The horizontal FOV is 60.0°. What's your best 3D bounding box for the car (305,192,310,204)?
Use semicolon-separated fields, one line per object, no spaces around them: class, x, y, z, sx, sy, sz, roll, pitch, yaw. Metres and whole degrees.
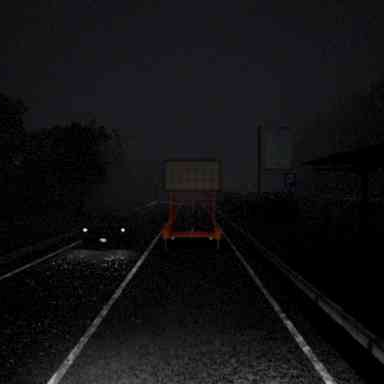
car;18.757;1.105;47.041;4.792;1.488;2.163;0;1;0

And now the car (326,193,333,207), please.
car;18.792;1.167;38.714;4.892;1.521;2.231;0;1;0

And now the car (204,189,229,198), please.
car;5.636;0.322;77.184;5.566;2.045;2.435;0;1;0

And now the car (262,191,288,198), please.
car;18.562;0.613;74.801;5.366;1.575;1.946;0;1;0

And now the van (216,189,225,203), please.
van;5.599;0.918;40.742;4.442;1.987;1.878;0;1;0

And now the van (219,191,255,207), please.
van;5.828;0.887;43.544;4.442;1.987;1.878;0;1;0

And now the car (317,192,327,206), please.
car;18.789;1.137;41.492;5.008;1.535;2.097;0;1;0

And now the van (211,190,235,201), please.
van;5.801;0.589;63.170;4.442;1.987;1.878;0;1;0

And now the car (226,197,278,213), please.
car;5.730;1.264;32.331;4.674;1.452;2.002;0;1;0

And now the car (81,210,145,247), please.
car;-3.350;1.504;14.806;1.895;1.301;4.718;0;1;0

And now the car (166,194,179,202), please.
car;-3.303;0.979;57.146;1.994;1.385;4.181;0;1;1

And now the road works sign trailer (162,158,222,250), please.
road works sign trailer;0.027;0.376;13.957;2.380;3.560;2.880;0;1;2

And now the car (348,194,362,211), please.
car;18.811;1.218;33.164;5.008;1.535;2.097;0;1;0

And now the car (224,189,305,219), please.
car;5.707;1.026;26.722;5.566;2.045;2.435;0;1;0

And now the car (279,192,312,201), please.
car;18.953;0.853;60.925;5.366;1.575;1.946;0;1;0

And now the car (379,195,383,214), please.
car;18.820;1.271;27.612;4.892;1.521;2.231;0;1;0

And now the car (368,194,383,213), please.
car;18.815;1.244;30.388;5.008;1.535;2.097;0;1;0

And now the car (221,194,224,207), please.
car;5.546;1.247;29.528;5.366;1.575;1.946;0;1;0

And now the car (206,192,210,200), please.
car;5.664;0.661;57.563;5.566;2.045;2.435;0;1;0

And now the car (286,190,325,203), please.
car;18.803;0.700;55.370;5.566;2.045;2.435;0;1;0

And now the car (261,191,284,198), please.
car;18.749;0.570;77.578;4.892;1.521;2.231;0;1;0

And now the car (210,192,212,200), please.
car;5.706;1.003;51.959;4.892;1.521;2.231;0;1;0

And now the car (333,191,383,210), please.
car;18.773;0.941;35.937;5.566;2.045;2.435;0;1;0

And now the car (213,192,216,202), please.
car;5.737;1.111;46.349;4.792;1.488;2.163;0;1;0

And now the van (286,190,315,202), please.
van;18.888;0.678;58.147;4.442;1.987;1.878;0;1;0

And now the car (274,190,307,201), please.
car;18.792;0.557;63.696;5.566;2.045;2.435;0;1;0

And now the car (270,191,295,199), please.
car;18.786;0.587;69.250;4.553;1.767;2.185;0;1;0

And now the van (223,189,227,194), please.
van;5.840;0.972;35.132;4.442;1.987;1.878;0;1;0

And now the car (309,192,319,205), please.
car;18.975;1.103;44.269;5.366;1.575;1.946;0;1;0

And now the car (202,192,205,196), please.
car;5.640;0.371;74.381;5.566;2.045;2.435;0;1;0

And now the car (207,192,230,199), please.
car;5.670;0.710;71.583;4.674;1.452;2.002;0;1;0

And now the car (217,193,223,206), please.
car;5.714;1.171;37.937;5.008;1.535;2.097;0;1;0

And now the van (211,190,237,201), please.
van;5.805;0.638;60.367;4.442;1.987;1.878;0;1;0
